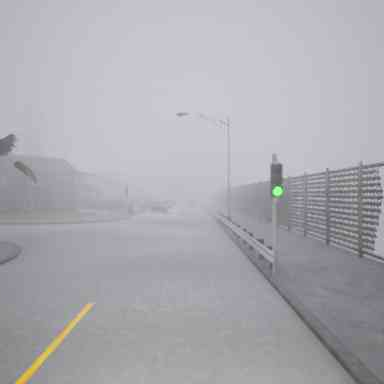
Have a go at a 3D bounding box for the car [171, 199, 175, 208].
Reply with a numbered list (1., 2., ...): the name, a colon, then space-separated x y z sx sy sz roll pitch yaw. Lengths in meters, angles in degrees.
1. car: -4.058 1.885 51.918 1.837 1.490 4.892 0 0 0

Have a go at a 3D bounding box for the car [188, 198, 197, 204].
1. car: 0.049 2.111 78.046 2.033 1.411 5.357 0 0 0

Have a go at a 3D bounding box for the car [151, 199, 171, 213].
1. car: -4.072 1.787 42.200 1.882 1.535 5.008 0 0 0

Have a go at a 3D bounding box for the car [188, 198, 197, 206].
1. car: 0.147 2.041 67.418 2.033 1.411 5.357 0 0 -1
